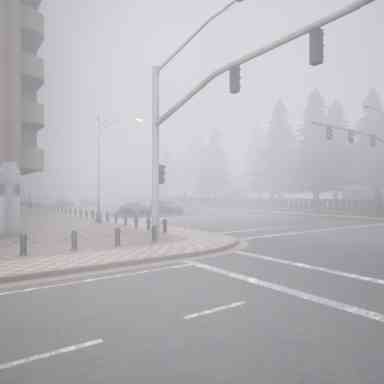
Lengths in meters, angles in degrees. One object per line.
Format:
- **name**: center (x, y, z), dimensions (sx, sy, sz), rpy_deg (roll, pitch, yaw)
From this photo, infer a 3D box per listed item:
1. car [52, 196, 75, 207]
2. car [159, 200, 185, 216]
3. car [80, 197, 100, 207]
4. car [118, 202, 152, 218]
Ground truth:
- **car**: center (-19.249, 1.656, 50.306), dimensions (1.895, 1.301, 4.718), rpy_deg (0, 0, -35)
- **car**: center (-2.629, 1.559, 33.179), dimensions (1.837, 1.490, 4.892), rpy_deg (0, 0, -36)
- **car**: center (-15.864, 1.532, 51.585), dimensions (1.882, 1.535, 5.008), rpy_deg (0, 0, -35)
- **car**: center (-5.287, 1.618, 30.881), dimensions (1.994, 1.385, 4.181), rpy_deg (0, 0, -36)
